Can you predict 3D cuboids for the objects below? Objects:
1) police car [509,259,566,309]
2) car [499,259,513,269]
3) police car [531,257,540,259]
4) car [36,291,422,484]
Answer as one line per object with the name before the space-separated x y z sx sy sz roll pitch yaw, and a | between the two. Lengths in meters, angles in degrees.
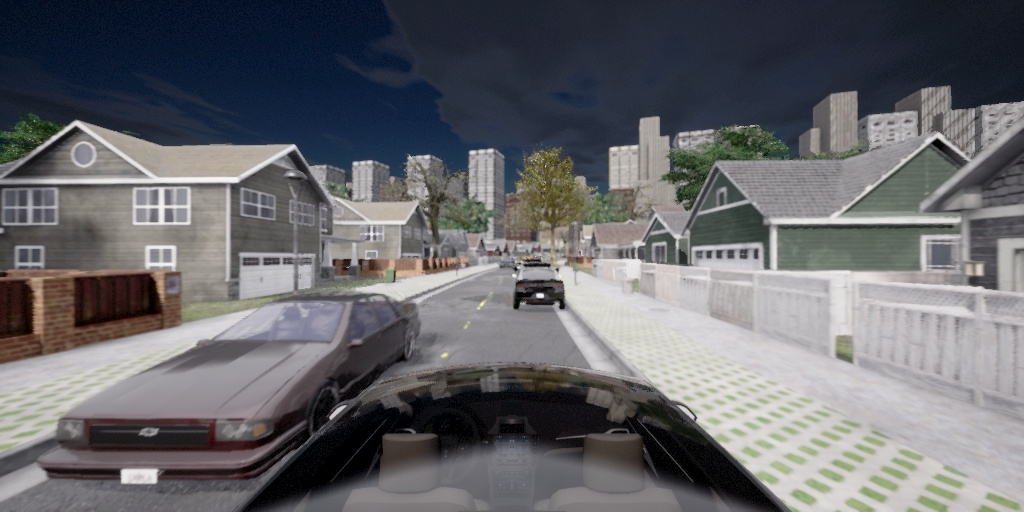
police car | 1.012 1.100 14.585 1.930 1.638 5.238 0 0 2
car | -0.535 1.058 48.329 1.994 1.385 4.181 0 0 6
police car | 1.391 1.044 24.534 1.930 1.638 5.238 0 0 3
car | -2.815 1.273 5.387 2.033 1.411 5.357 0 0 1
